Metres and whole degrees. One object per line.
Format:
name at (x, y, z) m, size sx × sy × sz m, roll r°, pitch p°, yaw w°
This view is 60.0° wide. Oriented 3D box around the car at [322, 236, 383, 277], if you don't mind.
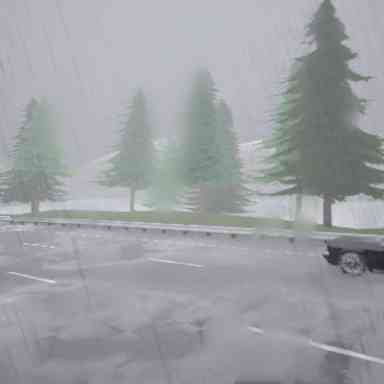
car at (5.914, 1.554, 8.468) m, size 4.718 × 1.301 × 1.895 m, roll -1°, pitch 0°, yaw 36°
